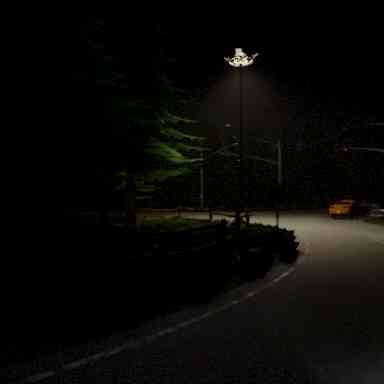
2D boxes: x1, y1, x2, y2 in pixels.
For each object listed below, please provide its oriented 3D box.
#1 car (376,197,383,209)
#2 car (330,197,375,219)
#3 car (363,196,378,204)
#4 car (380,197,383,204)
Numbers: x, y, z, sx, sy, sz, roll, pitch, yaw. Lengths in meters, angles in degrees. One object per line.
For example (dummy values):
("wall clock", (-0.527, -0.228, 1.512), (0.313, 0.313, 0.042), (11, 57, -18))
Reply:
("car", (25.946, 1.533, 43.469), (2.033, 1.411, 5.357), (0, 0, 37))
("car", (14.192, 1.487, 29.779), (5.008, 1.535, 1.882), (-1, -1, -43))
("car", (32.071, 1.504, 58.388), (1.837, 1.490, 4.892), (0, 1, 14))
("car", (36.315, 1.585, 61.077), (1.895, 1.301, 4.718), (0, 0, 11))
